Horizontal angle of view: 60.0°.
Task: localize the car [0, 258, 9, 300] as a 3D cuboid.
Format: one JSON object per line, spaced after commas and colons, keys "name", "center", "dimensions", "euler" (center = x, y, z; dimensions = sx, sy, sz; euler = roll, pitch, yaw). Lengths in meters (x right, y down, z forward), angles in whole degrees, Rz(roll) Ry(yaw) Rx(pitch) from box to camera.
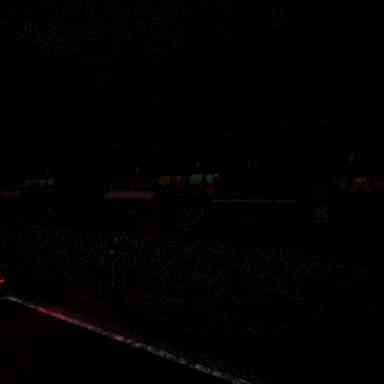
{"name": "car", "center": [-5.588, 1.520, 6.878], "dimensions": [4.674, 1.442, 1.812], "euler": [0, 0, 35]}
